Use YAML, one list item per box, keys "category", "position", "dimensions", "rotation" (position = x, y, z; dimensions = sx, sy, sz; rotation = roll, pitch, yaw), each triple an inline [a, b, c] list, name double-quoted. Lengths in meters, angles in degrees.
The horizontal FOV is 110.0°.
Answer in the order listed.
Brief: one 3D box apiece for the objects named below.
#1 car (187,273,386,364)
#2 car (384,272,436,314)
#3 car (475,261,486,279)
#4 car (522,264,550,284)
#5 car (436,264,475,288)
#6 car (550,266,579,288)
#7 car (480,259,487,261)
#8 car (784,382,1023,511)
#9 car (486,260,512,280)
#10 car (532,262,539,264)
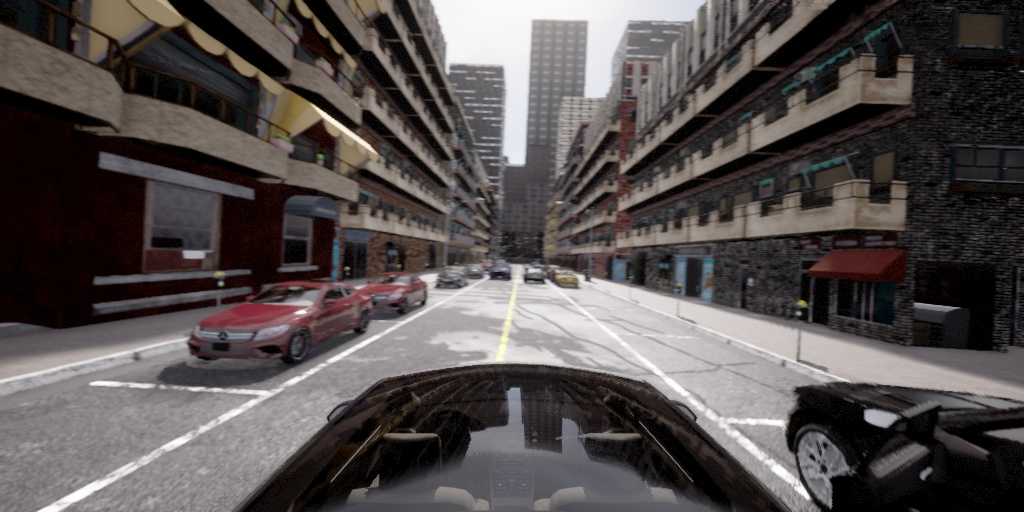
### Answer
- category: "car"
  position: [-4.417, 1.179, 7.578]
  dimensions: [1.802, 1.307, 4.207]
  rotation: [0, 0, 1]
- category: "car"
  position: [-4.280, 1.244, 13.178]
  dimensions: [1.802, 1.307, 4.207]
  rotation: [0, 0, 1]
- category: "car"
  position: [-3.732, 1.474, 35.578]
  dimensions: [2.007, 1.370, 4.403]
  rotation: [0, 0, 1]
- category: "car"
  position: [2.023, 1.739, 33.084]
  dimensions: [1.994, 1.385, 4.181]
  rotation: [3, -1, 1]
- category: "car"
  position: [-4.006, 1.343, 24.378]
  dimensions: [2.007, 1.370, 4.403]
  rotation: [0, 0, 1]
- category: "car"
  position: [4.503, 1.787, 29.910]
  dimensions: [1.751, 1.417, 4.829]
  rotation: [0, 0, 1]
- category: "car"
  position: [-3.458, 1.369, 46.778]
  dimensions: [2.192, 1.841, 5.009]
  rotation: [0, 0, 1]
- category: "car"
  position: [3.514, 1.394, 1.388]
  dimensions: [1.882, 1.535, 5.008]
  rotation: [3, -1, 1]
- category: "car"
  position: [-1.053, 1.402, 35.405]
  dimensions: [2.097, 1.767, 4.553]
  rotation: [3, -1, 2]
- category: "car"
  position: [2.338, 1.837, 46.418]
  dimensions: [1.837, 1.490, 4.892]
  rotation: [3, 0, 2]
